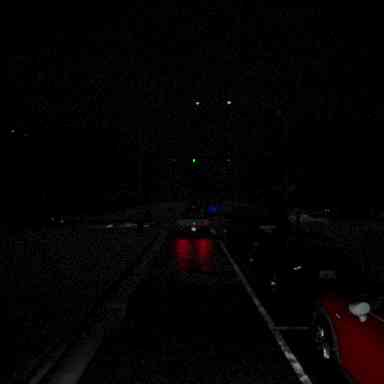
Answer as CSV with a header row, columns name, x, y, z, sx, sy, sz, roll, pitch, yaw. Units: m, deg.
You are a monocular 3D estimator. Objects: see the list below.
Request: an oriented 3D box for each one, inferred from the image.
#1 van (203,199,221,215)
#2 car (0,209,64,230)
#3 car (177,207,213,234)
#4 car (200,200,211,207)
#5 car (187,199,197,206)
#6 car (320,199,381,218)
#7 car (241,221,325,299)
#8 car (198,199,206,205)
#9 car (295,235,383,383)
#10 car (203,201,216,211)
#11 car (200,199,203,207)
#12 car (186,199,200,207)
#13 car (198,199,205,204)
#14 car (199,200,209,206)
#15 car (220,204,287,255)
name,x,y,z,sx,sy,sz,roll,pitch,yaw
van,2.626,1.782,40.283,1.690,1.788,3.998,-1,-1,0
car,-12.461,2.082,25.657,4.902,1.511,2.128,-2,0,1
car,0.100,1.824,20.810,1.895,1.301,4.718,0,-1,0
car,2.629,2.322,67.311,2.008,1.369,4.403,-1,-1,0
car,0.002,2.473,80.823,2.128,1.511,4.902,0,-1,0
car,13.571,1.416,28.624,4.892,1.490,1.837,-1,0,0
car,2.629,1.656,8.519,1.947,1.339,4.313,-1,-1,0
car,2.629,2.623,88.935,1.947,1.339,4.313,-1,-1,0
car,2.628,1.474,3.118,1.967,1.590,4.097,-1,-1,0
car,2.629,2.152,51.092,1.802,1.307,4.206,-1,-1,0
car,2.626,1.820,45.689,2.192,1.841,5.009,-1,-1,0
car,0.102,2.093,47.694,1.994,1.385,4.181,0,-1,0
car,2.629,2.683,94.341,2.008,1.369,4.403,-1,-1,0
car,2.629,2.385,72.717,1.887,1.381,4.507,-1,-1,0
car,2.626,1.462,13.924,2.192,1.841,5.009,-1,-1,0
